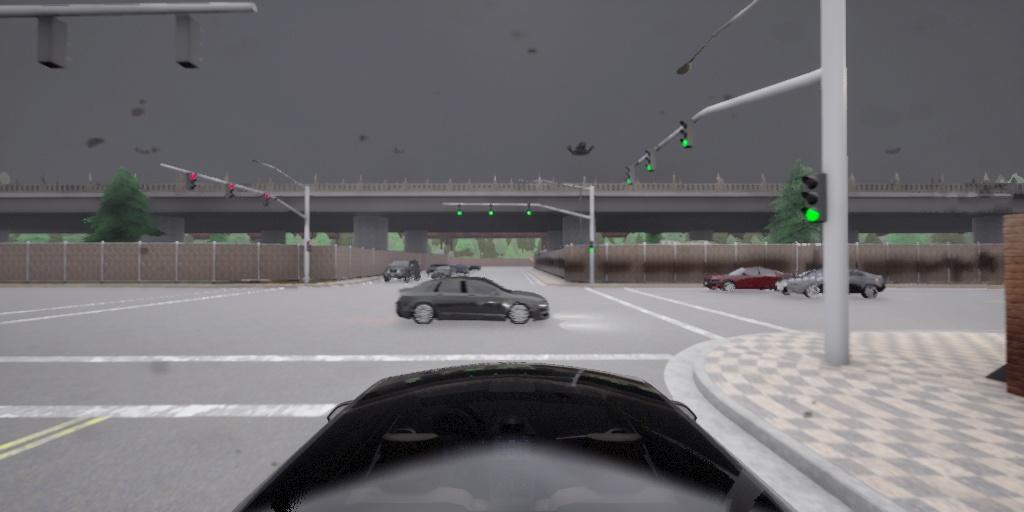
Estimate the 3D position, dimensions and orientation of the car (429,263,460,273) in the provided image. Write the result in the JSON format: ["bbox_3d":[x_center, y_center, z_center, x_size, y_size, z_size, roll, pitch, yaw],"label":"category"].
[{"bbox_3d":[-7.088,1.691,37.975,1.837,1.490,4.892,0,-1,0],"label":"car"}]

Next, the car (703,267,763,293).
[{"bbox_3d":[14.512,1.418,22.190,5.008,1.535,1.882,0,-1,0],"label":"car"}]

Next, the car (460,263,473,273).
[{"bbox_3d":[-7.084,1.882,50.266,2.033,1.411,5.357,0,-1,0],"label":"car"}]

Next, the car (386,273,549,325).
[{"bbox_3d":[-1.249,1.430,11.627,4.892,1.490,1.837,0,-1,0],"label":"car"}]

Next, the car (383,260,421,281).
[{"bbox_3d":[-10.592,1.372,34.968,2.150,2.045,5.566,0,-1,2],"label":"car"}]

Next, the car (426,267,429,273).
[{"bbox_3d":[-10.581,1.834,49.870,1.837,1.490,4.892,0,-1,0],"label":"car"}]

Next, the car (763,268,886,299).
[{"bbox_3d":[16.428,1.387,18.686,4.902,1.511,2.128,0,-1,0],"label":"car"}]
